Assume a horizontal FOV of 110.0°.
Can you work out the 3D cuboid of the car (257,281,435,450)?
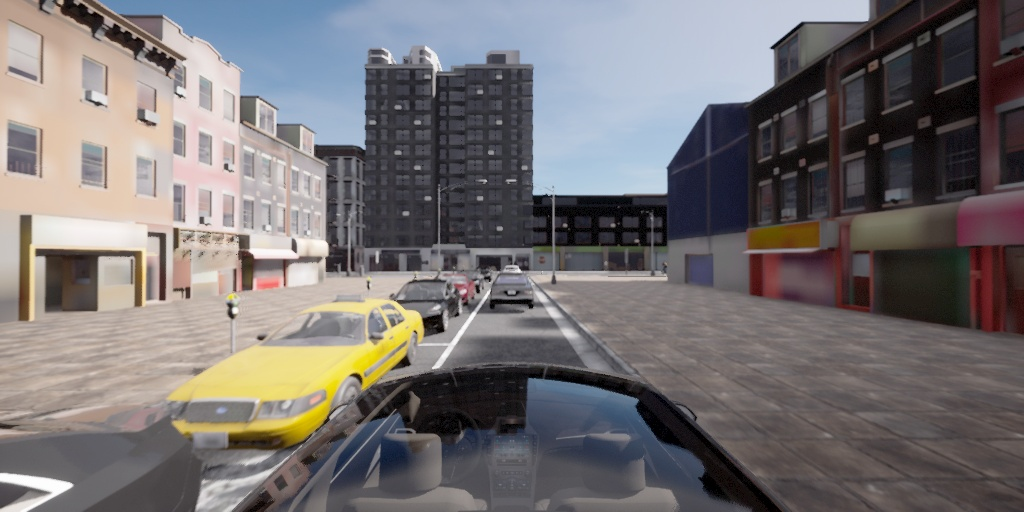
[{"bbox_3d":[-2.641,1.313,5.537,1.751,1.417,4.829,0,0,0],"label":"car"}]

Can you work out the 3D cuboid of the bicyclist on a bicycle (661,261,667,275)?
[{"bbox_3d":[17.325,1.393,40.675,0.582,1.620,1.656,0,-1,0],"label":"bicyclist on a bicycle"}]

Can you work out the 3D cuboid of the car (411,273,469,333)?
[{"bbox_3d":[-2.646,1.406,11.159,1.948,1.339,4.313,0,0,0],"label":"car"}]

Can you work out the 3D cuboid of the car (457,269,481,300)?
[{"bbox_3d":[-2.650,1.474,16.611,1.802,1.307,4.207,0,0,0],"label":"car"}]

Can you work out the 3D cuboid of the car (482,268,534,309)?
[{"bbox_3d":[-0.011,1.432,15.841,2.033,1.411,5.357,0,-1,0],"label":"car"}]

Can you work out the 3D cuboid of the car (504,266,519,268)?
[{"bbox_3d":[-0.024,1.557,31.220,1.812,1.442,4.674,0,0,0],"label":"car"}]

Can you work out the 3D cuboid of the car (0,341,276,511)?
[{"bbox_3d":[-2.636,1.286,0.255,2.007,1.370,4.403,0,0,0],"label":"car"}]

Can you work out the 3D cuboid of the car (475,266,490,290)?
[{"bbox_3d":[-2.655,1.510,22.062,1.948,1.339,4.313,0,0,0],"label":"car"}]
